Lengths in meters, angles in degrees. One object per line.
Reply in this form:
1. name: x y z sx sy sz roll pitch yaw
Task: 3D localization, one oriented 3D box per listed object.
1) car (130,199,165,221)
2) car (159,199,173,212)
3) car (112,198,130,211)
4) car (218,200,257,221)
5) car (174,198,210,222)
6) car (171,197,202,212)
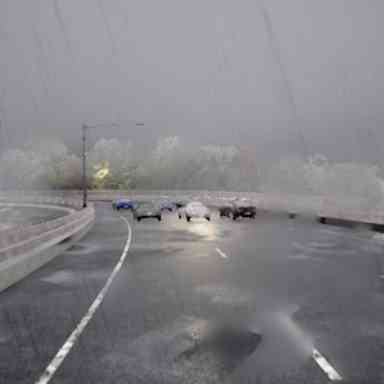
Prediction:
1. car: -3.756 1.584 27.448 1.994 1.385 4.181 -1 0 -15
2. car: -3.723 1.559 38.738 2.033 1.411 5.357 -1 0 -21
3. car: -8.793 1.542 41.867 1.882 1.535 5.008 -1 0 -23
4. car: 3.580 1.418 27.111 1.882 1.535 5.008 -1 0 -14
5. car: 0.118 1.504 26.479 1.812 1.442 4.674 -1 0 -14
6. car: -0.735 1.469 40.625 2.128 1.511 4.902 -1 0 -22
